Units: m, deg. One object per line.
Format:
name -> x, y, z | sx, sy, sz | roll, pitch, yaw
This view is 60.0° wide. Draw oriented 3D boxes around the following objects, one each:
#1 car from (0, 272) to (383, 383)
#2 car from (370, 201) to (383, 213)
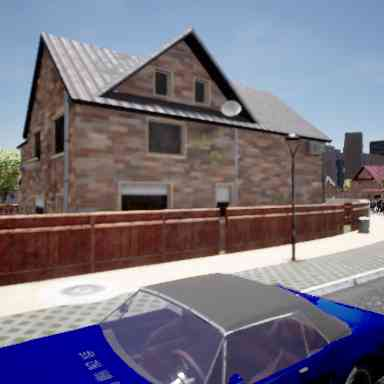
car -> -0.050, 1.599, 3.078 | 4.718, 1.301, 1.895 | 0, 0, -36
car -> 23.119, 1.874, 40.989 | 1.837, 1.490, 4.892 | 1, -1, 0
